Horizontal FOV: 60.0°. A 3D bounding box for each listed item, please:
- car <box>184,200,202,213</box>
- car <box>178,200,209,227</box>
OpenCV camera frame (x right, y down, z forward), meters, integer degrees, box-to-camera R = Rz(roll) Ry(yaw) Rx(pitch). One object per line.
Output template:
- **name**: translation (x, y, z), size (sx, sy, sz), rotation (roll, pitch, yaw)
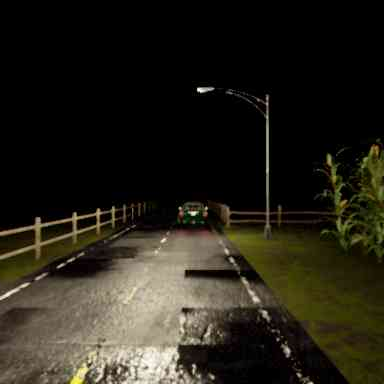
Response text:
- **car**: translation (0.084, 1.781, 41.615), size (2.128, 1.511, 4.902), rotation (0, -1, 0)
- **car**: translation (0.091, 1.522, 24.260), size (2.097, 1.767, 4.553), rotation (0, 0, 0)
